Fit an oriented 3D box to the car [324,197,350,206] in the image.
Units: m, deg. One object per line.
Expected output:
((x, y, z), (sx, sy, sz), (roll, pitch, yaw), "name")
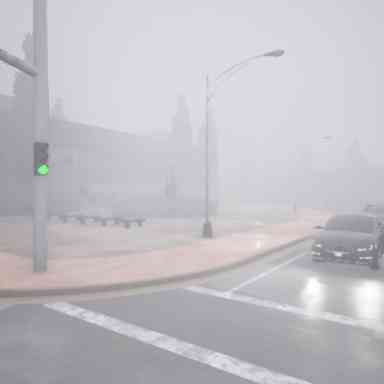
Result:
((22.936, 1.506, 52.577), (1.812, 1.442, 4.674), (0, 0, -14), "car")

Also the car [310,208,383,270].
((5.482, 1.502, 11.311), (1.837, 1.490, 4.892), (0, 0, 35), "car")

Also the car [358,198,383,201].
((15.084, 1.520, 28.121), (1.812, 1.442, 4.674), (0, 0, 18), "car")

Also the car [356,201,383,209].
((10.669, 1.488, 19.048), (2.128, 1.511, 4.902), (0, 0, 32), "car")

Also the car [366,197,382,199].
((26.996, 1.467, 50.178), (1.882, 1.535, 5.008), (0, 0, -9), "car")
